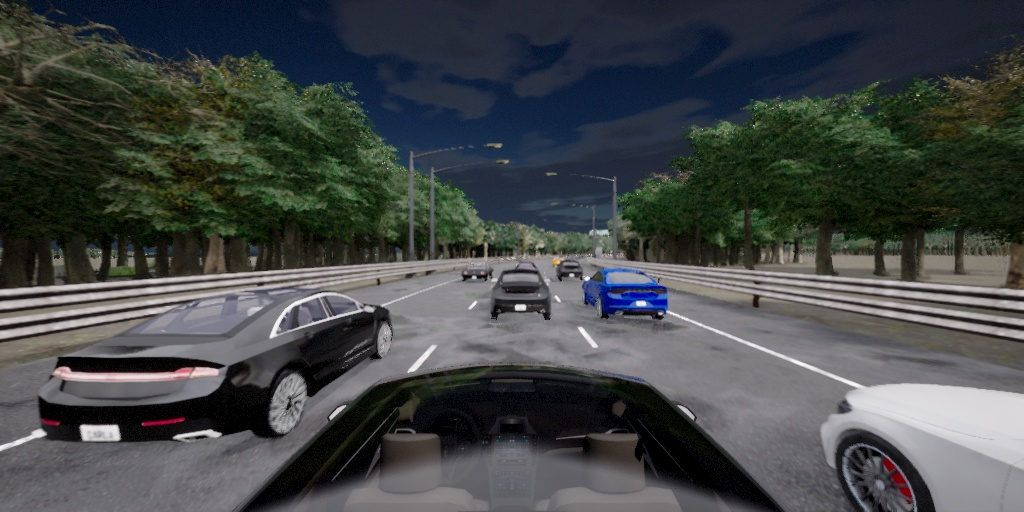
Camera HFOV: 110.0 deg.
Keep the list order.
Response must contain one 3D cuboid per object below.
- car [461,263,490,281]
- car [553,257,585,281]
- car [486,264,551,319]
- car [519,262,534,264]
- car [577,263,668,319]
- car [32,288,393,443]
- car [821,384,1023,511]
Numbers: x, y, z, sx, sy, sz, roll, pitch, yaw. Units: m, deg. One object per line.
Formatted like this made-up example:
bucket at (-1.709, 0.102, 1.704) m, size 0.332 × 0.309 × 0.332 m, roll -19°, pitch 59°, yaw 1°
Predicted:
car at (-2.499, 1.198, 27.324) m, size 1.895 × 1.301 × 4.718 m, roll 0°, pitch 0°, yaw 4°
car at (4.463, 1.101, 28.154) m, size 1.837 × 1.490 × 4.892 m, roll 0°, pitch 0°, yaw 4°
car at (0.308, 1.192, 12.519) m, size 1.837 × 1.490 × 4.892 m, roll 0°, pitch 0°, yaw 2°
car at (1.199, 1.150, 29.905) m, size 1.994 × 1.385 × 4.181 m, roll 0°, pitch 0°, yaw 4°
car at (3.694, 1.168, 12.518) m, size 1.882 × 1.535 × 5.008 m, roll 0°, pitch 0°, yaw 2°
car at (-3.339, 1.218, 5.354) m, size 2.128 × 1.511 × 4.902 m, roll 0°, pitch 0°, yaw 1°
car at (3.523, 1.283, 1.037) m, size 1.812 × 1.442 × 4.674 m, roll 0°, pitch 0°, yaw 0°
